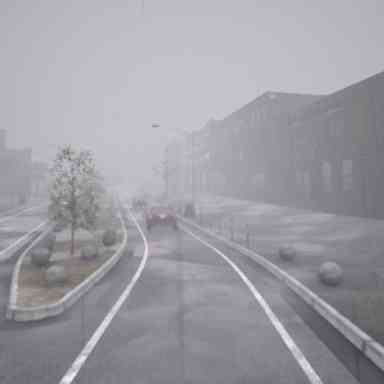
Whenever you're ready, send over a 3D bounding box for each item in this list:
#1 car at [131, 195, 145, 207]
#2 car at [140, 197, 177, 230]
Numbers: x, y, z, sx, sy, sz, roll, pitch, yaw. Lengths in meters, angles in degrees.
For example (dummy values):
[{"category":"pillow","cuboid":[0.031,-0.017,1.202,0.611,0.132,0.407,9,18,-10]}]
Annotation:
[{"category":"car","cuboid":[-6.578,1.096,41.781,2.033,1.411,5.357,0,2,-14]},{"category":"car","cuboid":[-2.419,1.601,24.218,2.097,1.767,4.553,0,2,-12]}]
